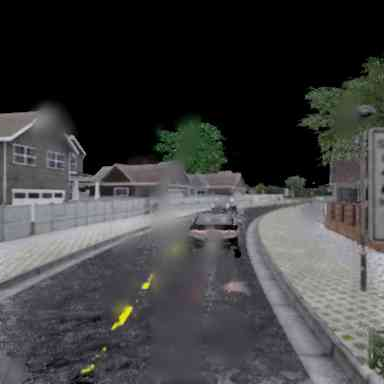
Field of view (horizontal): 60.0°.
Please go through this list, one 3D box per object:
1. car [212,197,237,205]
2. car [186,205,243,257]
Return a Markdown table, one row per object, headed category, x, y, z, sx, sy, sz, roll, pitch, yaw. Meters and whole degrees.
| category | x | y | z | sx | sy | sz | roll | pitch | yaw |
| --- | --- | --- | --- | --- | --- | --- | --- | --- | --- |
| car | 3.504 | 1.371 | 35.707 | 2.097 | 1.767 | 4.553 | 0 | 0 | 19 |
| car | 0.936 | 1.483 | 13.007 | 2.128 | 1.511 | 4.902 | 0 | 0 | 7 |
